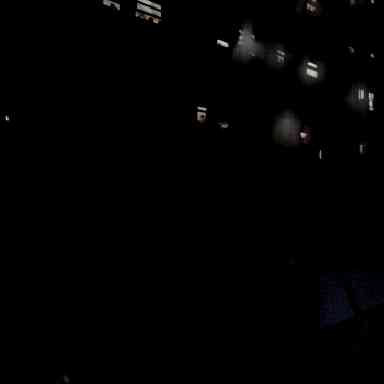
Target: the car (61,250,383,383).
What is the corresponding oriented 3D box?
[{"bbox_3d":[1.279,1.547,4.293,5.357,1.411,2.033,0,0,-36],"label":"car"}]
